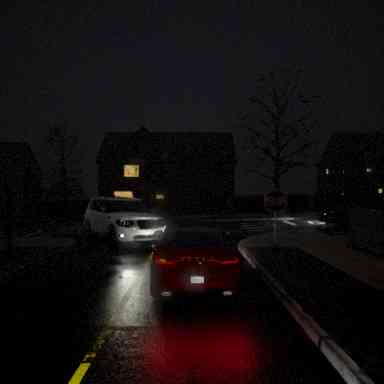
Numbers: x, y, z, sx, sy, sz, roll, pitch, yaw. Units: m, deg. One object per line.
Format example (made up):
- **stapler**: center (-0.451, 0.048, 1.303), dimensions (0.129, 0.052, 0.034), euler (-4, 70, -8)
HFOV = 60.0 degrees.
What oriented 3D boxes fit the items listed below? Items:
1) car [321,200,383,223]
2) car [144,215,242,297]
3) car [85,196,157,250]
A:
- **car**: center (10.798, 1.241, 21.977), dimensions (4.181, 1.385, 1.994), euler (-1, 1, 1)
- **car**: center (0.038, 1.478, 8.644), dimensions (1.882, 1.535, 5.008), euler (0, 0, -1)
- **car**: center (-3.172, 1.232, 14.991), dimensions (2.150, 2.045, 5.566), euler (2, -2, -33)
